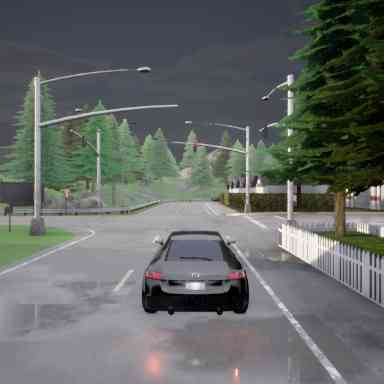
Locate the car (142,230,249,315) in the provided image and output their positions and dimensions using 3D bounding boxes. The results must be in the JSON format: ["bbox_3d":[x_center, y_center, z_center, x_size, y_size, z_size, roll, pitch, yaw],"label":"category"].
[{"bbox_3d":[0.075,1.564,7.644,1.994,1.385,4.181,0,0,1],"label":"car"}]

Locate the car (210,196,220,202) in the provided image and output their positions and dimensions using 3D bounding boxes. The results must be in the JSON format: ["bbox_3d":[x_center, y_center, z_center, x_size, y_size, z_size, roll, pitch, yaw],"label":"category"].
[{"bbox_3d":[6.697,1.525,72.863,5.357,1.411,2.033,0,0,-22],"label":"car"}]
